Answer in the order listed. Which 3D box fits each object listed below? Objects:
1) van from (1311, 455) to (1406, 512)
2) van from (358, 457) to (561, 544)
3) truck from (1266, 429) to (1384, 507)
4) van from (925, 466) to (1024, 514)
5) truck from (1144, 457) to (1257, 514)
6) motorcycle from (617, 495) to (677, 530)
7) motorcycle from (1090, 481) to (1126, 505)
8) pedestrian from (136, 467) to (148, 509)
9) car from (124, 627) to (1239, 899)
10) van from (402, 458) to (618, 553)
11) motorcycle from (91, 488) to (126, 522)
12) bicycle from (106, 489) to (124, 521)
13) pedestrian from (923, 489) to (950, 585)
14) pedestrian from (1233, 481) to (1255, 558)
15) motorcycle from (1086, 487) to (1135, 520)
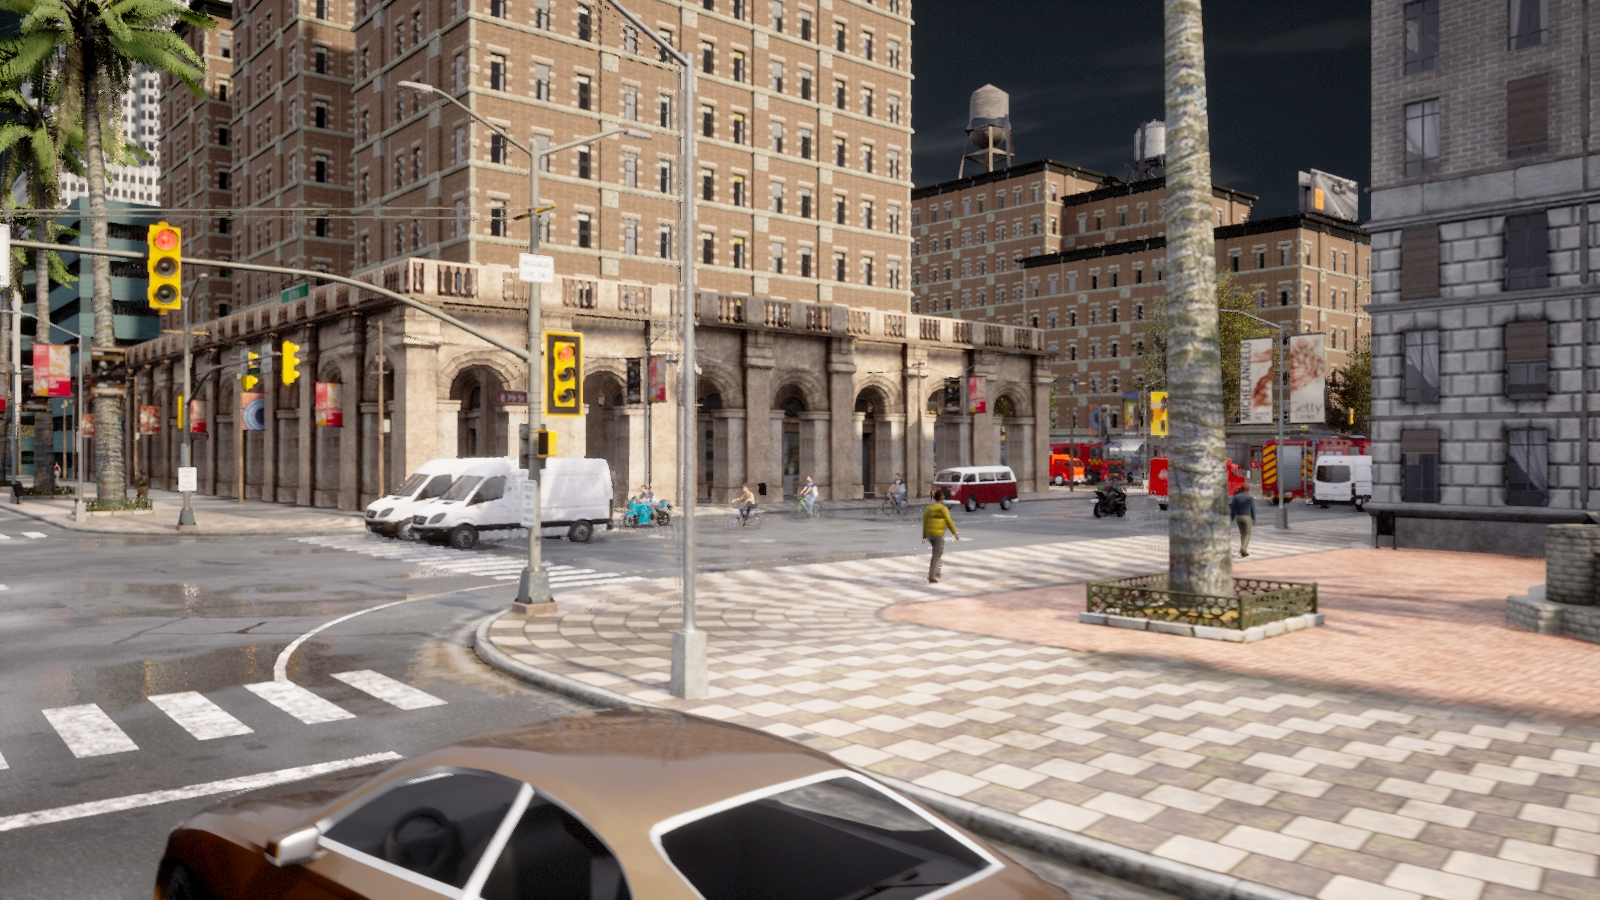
[{"bbox_3d":[26.927,1.537,54.964,5.915,2.561,1.988,0,0,-41],"label":"van"},{"bbox_3d":[-10.827,1.536,36.626,5.915,2.561,1.988,0,0,-37],"label":"van"},{"bbox_3d":[27.937,0.892,60.579,8.468,3.827,2.891,0,0,-45],"label":"truck"},{"bbox_3d":[8.047,1.781,52.533,4.480,2.038,2.069,0,0,-41],"label":"van"},{"bbox_3d":[18.325,1.566,52.147,5.204,2.467,2.627,0,0,-41],"label":"truck"},{"bbox_3d":[-5.476,2.213,40.917,2.033,1.145,0.803,0,0,-41],"label":"motorcycle"},{"bbox_3d":[15.974,2.215,59.322,2.033,1.145,0.803,0,0,-41],"label":"motorcycle"},{"bbox_3d":[-29.269,1.698,50.818,0.375,1.860,0.375,0,0,39],"label":"pedestrian"},{"bbox_3d":[-0.998,1.992,5.024,5.027,1.651,2.152,0,0,44],"label":"car"},{"bbox_3d":[-8.468,1.536,33.759,5.915,2.561,1.988,0,0,-41],"label":"van"},{"bbox_3d":[-27.987,2.206,46.233,0.867,1.251,2.209,0,0,-40],"label":"motorcycle"},{"bbox_3d":[-27.596,2.207,46.016,0.373,1.196,1.643,0,0,-40],"label":"bicycle"},{"bbox_3d":[2.678,1.697,22.424,0.375,1.860,0.375,0,0,-44],"label":"pedestrian"},{"bbox_3d":[10.857,1.697,27.934,0.375,1.860,0.375,0,0,42],"label":"pedestrian"},{"bbox_3d":[12.885,2.206,47.435,2.209,1.251,0.867,0,0,-40],"label":"motorcycle"}]
